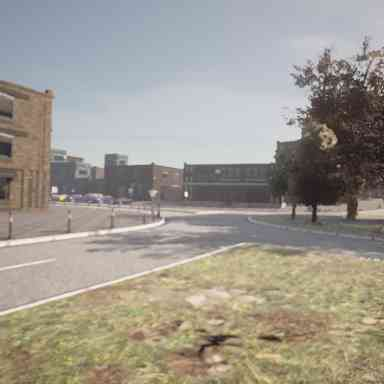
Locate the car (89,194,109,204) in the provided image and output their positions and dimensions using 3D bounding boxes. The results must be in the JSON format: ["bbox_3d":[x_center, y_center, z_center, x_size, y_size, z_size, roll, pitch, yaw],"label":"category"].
[{"bbox_3d":[-17.957,1.537,67.784,2.185,1.767,4.553,2,-1,30],"label":"car"}]

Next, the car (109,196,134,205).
[{"bbox_3d":[-13.275,1.808,65.031,2.163,1.488,4.792,1,-1,30],"label":"car"}]

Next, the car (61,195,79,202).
[{"bbox_3d":[-25.197,1.324,71.927,2.185,1.767,4.553,2,-1,30],"label":"car"}]

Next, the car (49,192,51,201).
[{"bbox_3d":[-30.036,1.297,74.664,2.231,1.521,4.892,2,-1,30],"label":"car"}]

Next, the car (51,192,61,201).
[{"bbox_3d":[-27.739,1.369,73.336,2.097,1.535,5.008,2,-1,30],"label":"car"}]

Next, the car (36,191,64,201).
[{"bbox_3d":[-32.426,0.969,76.066,2.435,2.045,5.566,2,-1,30],"label":"car"}]

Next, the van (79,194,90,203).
[{"bbox_3d":[-20.550,1.364,69.101,1.878,1.987,4.442,2,-1,30],"label":"van"}]
